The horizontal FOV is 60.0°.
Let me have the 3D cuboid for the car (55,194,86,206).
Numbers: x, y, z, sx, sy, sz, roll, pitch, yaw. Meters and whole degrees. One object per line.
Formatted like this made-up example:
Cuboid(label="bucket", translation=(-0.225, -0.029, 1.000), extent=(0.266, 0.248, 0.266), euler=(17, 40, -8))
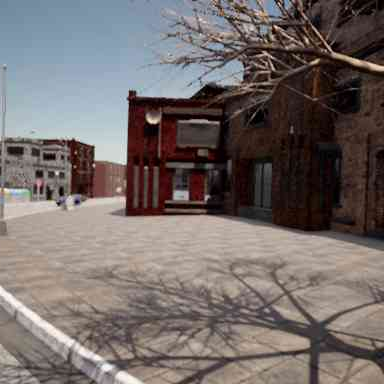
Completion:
Cuboid(label="car", translation=(-16.271, 1.206, 44.337), extent=(1.895, 1.301, 4.718), euler=(2, 0, 3))
